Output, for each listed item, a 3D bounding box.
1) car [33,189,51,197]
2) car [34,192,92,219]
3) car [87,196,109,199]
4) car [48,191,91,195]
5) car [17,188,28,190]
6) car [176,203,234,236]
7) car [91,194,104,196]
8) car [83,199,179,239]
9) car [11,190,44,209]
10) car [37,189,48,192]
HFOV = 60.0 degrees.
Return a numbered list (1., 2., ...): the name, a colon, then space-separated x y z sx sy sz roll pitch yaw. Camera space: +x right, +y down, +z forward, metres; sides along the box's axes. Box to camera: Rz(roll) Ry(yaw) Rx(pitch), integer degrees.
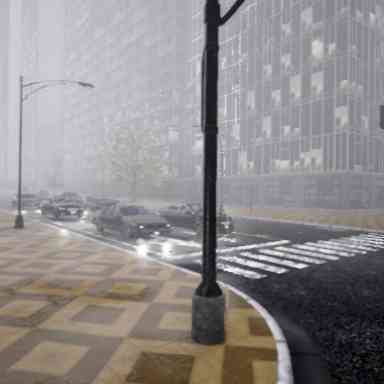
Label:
1. car: -28.500 0.192 63.158 1.837 1.490 4.892 1 1 -39
2. car: -9.404 1.041 23.952 2.128 1.511 4.902 1 1 -39
3. car: -5.787 1.228 24.660 1.895 1.301 4.718 1 1 -39
4. car: -11.901 0.757 32.163 2.097 1.767 4.553 1 1 -39
5. car: -31.595 -0.018 61.816 2.097 1.767 4.553 1 1 -39
6. car: 0.085 1.331 17.486 2.128 1.511 4.902 1 1 -39
7. car: -12.717 0.866 43.754 1.895 1.301 4.718 1 1 -39
8. car: -3.176 1.322 16.335 2.033 1.411 5.357 1 1 -39
9. car: -15.898 0.840 31.925 1.812 1.442 4.674 1 1 -39
10. car: -17.963 0.749 39.648 1.994 1.385 4.181 1 1 -39
